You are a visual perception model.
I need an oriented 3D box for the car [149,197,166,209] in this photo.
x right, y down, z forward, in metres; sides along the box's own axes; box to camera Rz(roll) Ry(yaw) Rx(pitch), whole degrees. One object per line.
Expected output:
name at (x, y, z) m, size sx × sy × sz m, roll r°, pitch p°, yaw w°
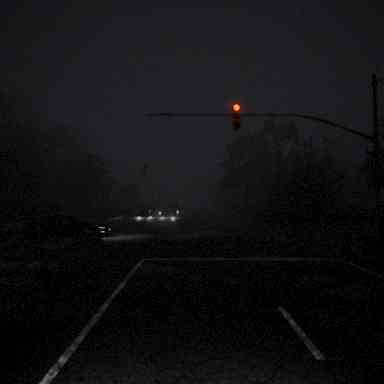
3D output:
car at (-6.963, 2.688, 66.747) m, size 2.150 × 2.045 × 5.566 m, roll 0°, pitch 1°, yaw 0°

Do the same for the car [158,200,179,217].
car at (-3.550, 2.675, 51.573) m, size 2.150 × 2.045 × 5.566 m, roll 0°, pitch -1°, yaw 0°

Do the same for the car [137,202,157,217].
car at (-7.050, 2.797, 51.071) m, size 2.097 × 1.767 × 4.553 m, roll 0°, pitch -1°, yaw 0°

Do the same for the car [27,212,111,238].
car at (-7.302, 1.992, 19.933) m, size 4.892 × 1.490 × 1.837 m, roll 0°, pitch -2°, yaw 5°
